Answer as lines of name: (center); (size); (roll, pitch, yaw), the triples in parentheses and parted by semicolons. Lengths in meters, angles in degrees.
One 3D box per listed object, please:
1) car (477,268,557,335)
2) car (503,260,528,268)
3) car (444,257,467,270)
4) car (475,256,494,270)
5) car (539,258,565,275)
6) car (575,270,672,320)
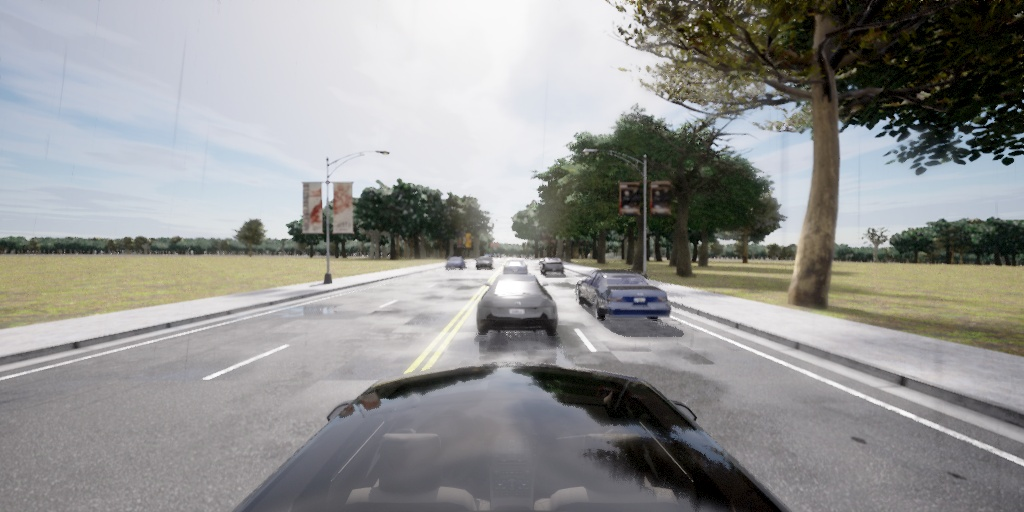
car: (0.131, 1.213, 10.185); (1.994, 1.385, 4.181); (0, 1, 0)
car: (0.255, 1.002, 26.988); (2.033, 1.411, 5.357); (0, 1, 1)
car: (-6.330, 0.826, 40.619); (1.812, 1.442, 4.674); (0, 1, 1)
car: (-3.079, 0.802, 40.886); (1.837, 1.490, 4.892); (0, 1, 0)
car: (3.548, 0.887, 32.061); (2.128, 1.511, 4.902); (0, 1, 0)
car: (3.401, 1.175, 11.973); (2.033, 1.411, 5.357); (0, 1, 1)
